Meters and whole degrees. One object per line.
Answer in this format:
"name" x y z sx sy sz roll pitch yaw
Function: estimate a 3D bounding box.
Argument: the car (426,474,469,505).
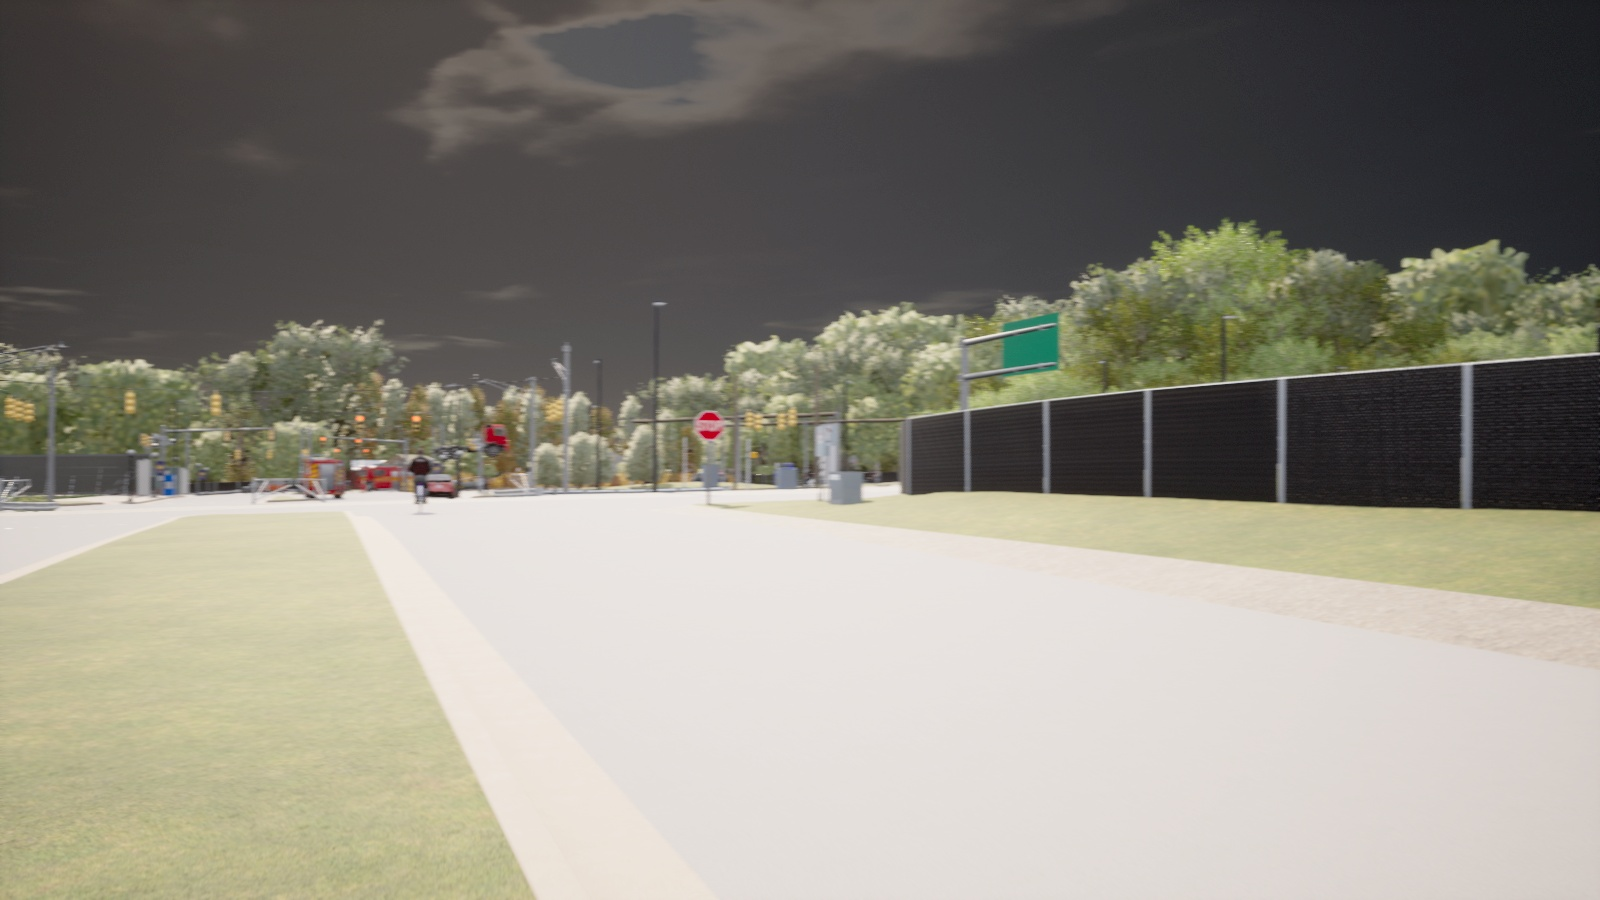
"car" -18.951 2.092 67.397 2.007 1.525 4.514 -1 -1 -18
